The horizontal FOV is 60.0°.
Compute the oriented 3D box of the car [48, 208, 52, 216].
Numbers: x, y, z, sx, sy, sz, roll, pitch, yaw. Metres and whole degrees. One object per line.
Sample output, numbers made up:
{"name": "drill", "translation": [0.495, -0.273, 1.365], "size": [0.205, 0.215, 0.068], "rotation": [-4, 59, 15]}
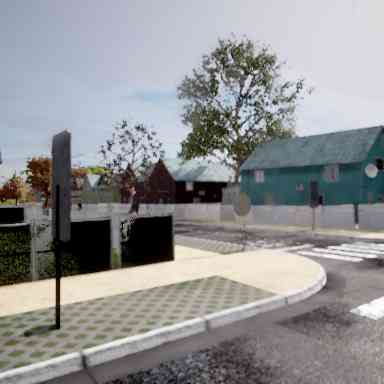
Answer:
{"name": "car", "translation": [-18.965, 2.682, 46.900], "size": [1.994, 1.385, 4.181], "rotation": [0, -2, -35]}
